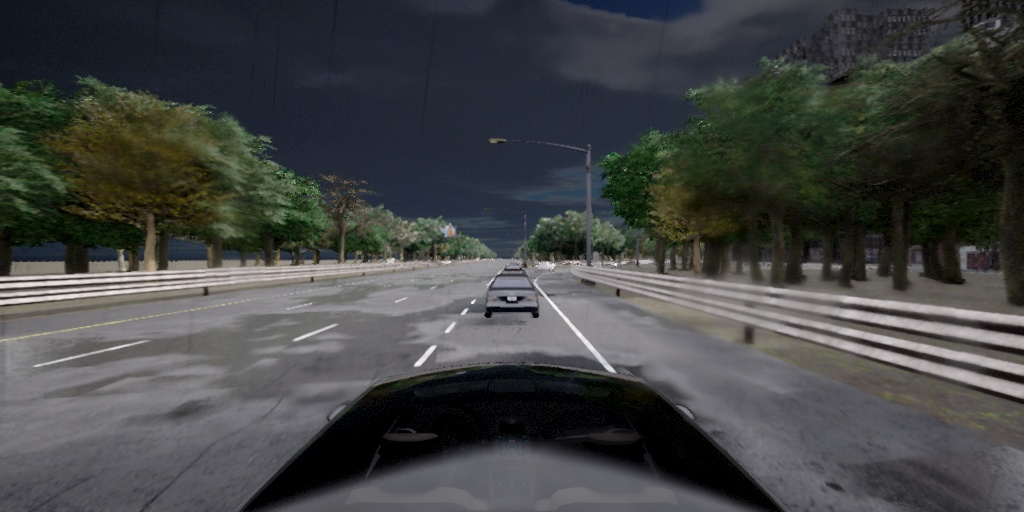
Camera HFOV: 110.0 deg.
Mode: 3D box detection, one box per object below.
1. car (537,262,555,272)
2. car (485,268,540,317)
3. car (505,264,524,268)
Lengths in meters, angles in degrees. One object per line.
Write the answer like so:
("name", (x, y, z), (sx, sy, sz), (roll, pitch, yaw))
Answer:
("car", (5.043, 1.567, 52.821), (1.812, 1.442, 4.674), (0, 0, 20))
("car", (-0.001, 1.364, 13.437), (2.033, 1.411, 5.357), (0, 0, 0))
("car", (0.238, 1.400, 29.363), (2.128, 1.511, 4.902), (0, 0, 4))
